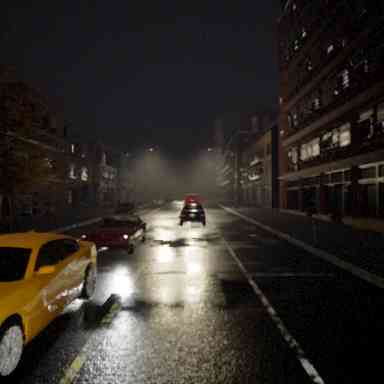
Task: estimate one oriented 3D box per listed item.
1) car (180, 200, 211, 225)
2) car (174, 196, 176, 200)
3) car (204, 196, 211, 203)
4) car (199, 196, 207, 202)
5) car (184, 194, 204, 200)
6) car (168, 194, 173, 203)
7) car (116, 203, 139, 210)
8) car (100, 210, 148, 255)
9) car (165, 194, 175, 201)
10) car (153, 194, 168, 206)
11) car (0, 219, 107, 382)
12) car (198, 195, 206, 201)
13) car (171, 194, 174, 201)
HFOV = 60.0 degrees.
[{"bbox_3d":[0.061,1.581,24.370,2.033,1.411,5.357,0,0,0],"label":"car"},{"bbox_3d":[-5.686,1.683,80.539,1.947,1.339,4.313,1,0,0],"label":"car"},{"bbox_3d":[2.696,1.615,63.711,1.752,1.417,4.829,1,0,0],"label":"car"},{"bbox_3d":[2.694,1.699,80.600,1.802,1.307,4.206,1,0,0],"label":"car"},{"bbox_3d":[0.090,1.285,44.761,2.150,2.045,5.566,0,0,0],"label":"car"},{"bbox_3d":[-5.685,1.665,69.166,1.947,1.339,4.313,1,0,0],"label":"car"},{"bbox_3d":[-5.680,1.622,29.359,1.802,1.307,4.206,1,0,0],"label":"car"},{"bbox_3d":[-3.001,1.619,13.584,1.895,1.301,4.718,0,0,0],"label":"car"},{"bbox_3d":[-5.682,1.442,86.226,2.192,1.841,5.009,1,0,0],"label":"car"},{"bbox_3d":[-5.681,1.521,57.792,1.967,1.590,4.097,1,0,0],"label":"car"},{"bbox_3d":[-3.098,1.486,5.640,1.882,1.535,5.008,0,0,0],"label":"car"},{"bbox_3d":[2.693,1.681,91.974,1.887,1.381,4.507,1,0,0],"label":"car"},{"bbox_3d":[-5.683,1.548,74.852,1.967,1.590,4.097,1,0,0],"label":"car"}]
